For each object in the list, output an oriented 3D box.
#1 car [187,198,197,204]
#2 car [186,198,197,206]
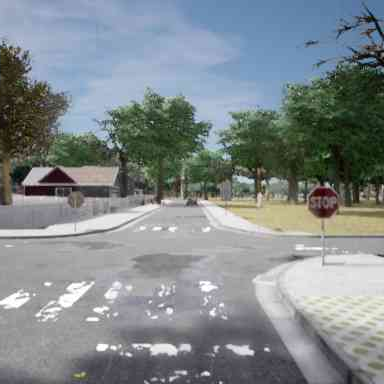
[{"bbox_3d":[-0.010,1.820,68.418,1.895,1.301,4.718,0,0,0],"label":"car"},{"bbox_3d":[-0.012,1.694,58.383,1.812,1.442,4.674,0,0,0],"label":"car"}]
